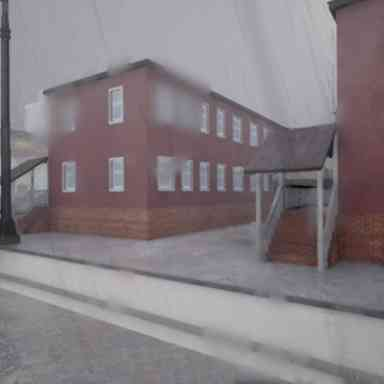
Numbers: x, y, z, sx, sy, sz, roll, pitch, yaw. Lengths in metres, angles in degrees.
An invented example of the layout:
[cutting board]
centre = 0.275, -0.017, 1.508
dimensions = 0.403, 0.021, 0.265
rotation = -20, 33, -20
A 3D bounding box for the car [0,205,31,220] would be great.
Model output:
[car]
centre = -13.129, 1.742, 26.399
dimensions = 1.812, 1.442, 4.674
rotation = -1, 0, 35
